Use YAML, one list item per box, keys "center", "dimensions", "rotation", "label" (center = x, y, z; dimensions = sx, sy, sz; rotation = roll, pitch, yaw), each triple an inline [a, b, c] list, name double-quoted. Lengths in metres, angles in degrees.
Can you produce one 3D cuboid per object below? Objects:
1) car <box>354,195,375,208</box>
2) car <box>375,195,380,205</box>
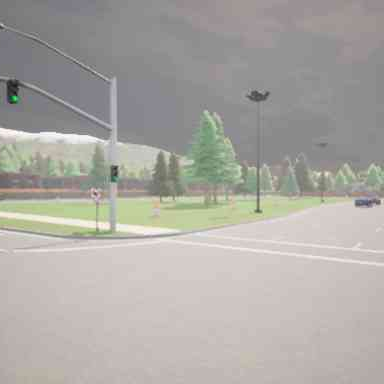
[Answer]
- center: [25.296, 1.459, 49.074]
  dimensions: [1.882, 1.535, 5.008]
  rotation: [0, 0, 35]
  label: "car"
- center: [31.130, 1.333, 57.382]
  dimensions: [2.097, 1.767, 4.553]
  rotation: [0, 0, 35]
  label: "car"
